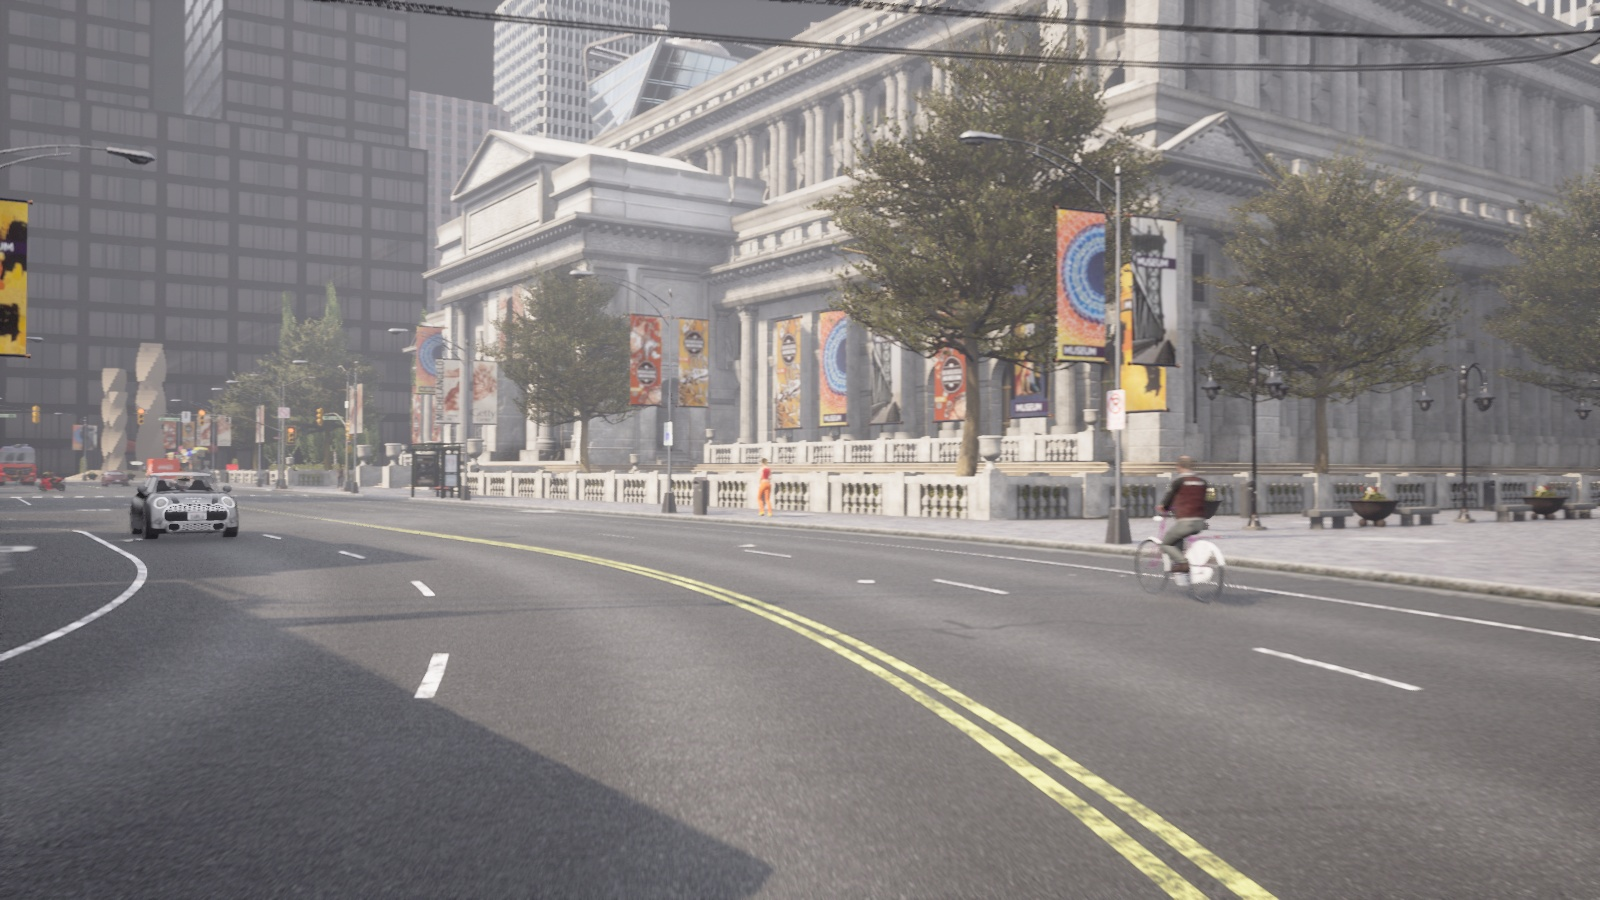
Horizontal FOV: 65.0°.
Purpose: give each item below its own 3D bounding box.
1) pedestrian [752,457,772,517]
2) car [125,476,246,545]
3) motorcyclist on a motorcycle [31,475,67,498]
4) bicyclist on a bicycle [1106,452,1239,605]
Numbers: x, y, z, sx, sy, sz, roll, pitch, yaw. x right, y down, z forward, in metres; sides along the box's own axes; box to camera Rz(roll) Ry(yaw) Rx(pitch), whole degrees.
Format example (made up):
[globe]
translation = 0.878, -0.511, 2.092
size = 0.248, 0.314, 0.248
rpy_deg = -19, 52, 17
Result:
[pedestrian]
translation = -1.162, 1.122, 38.525
size = 0.345, 1.836, 0.594
rpy_deg = 0, -1, -31
[car]
translation = -14.246, 1.335, 29.003
size = 1.970, 1.475, 3.806
rpy_deg = 0, -1, -34
[motorcyclist on a motorcycle]
translation = -49.869, 2.437, 83.391
size = 2.044, 1.523, 0.797
rpy_deg = 0, 0, 10
[bicyclist on a bicycle]
translation = 4.586, 0.924, 15.595
size = 0.659, 1.776, 1.843
rpy_deg = 0, -1, -17
